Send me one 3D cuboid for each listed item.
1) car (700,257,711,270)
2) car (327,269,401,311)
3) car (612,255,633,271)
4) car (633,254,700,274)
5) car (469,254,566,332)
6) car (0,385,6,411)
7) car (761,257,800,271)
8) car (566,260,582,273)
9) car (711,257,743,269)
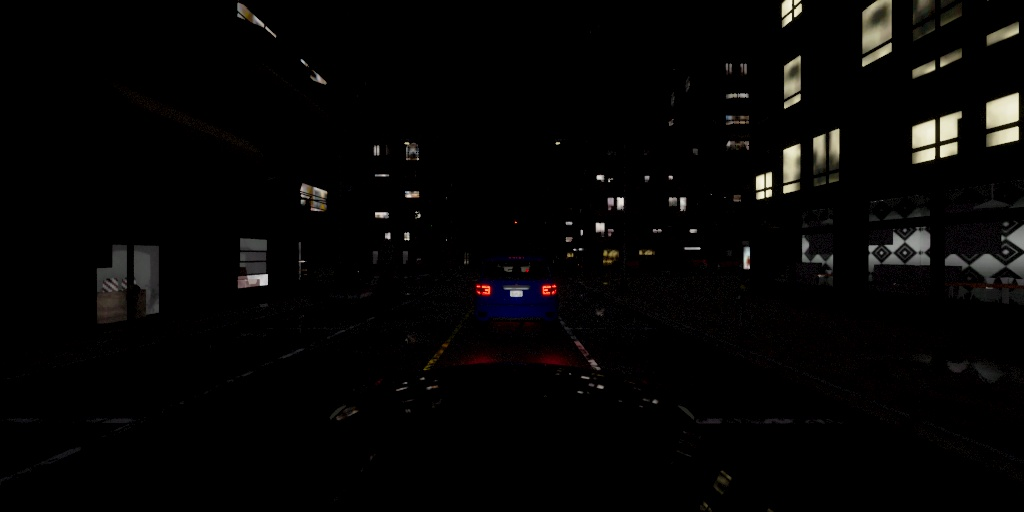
[{"bbox_3d":[19.199,0.720,40.217,4.553,1.767,2.097,-1,0,0],"label":"car"},{"bbox_3d":[-5.729,1.332,14.429,1.802,1.307,4.207,0,0,0],"label":"car"},{"bbox_3d":[14.610,0.764,42.771,5.009,1.841,2.192,0,0,0],"label":"car"},{"bbox_3d":[14.738,0.778,34.392,5.009,1.841,2.192,0,0,0],"label":"car"},{"bbox_3d":[0.106,0.971,11.021,2.150,2.045,5.566,0,0,0],"label":"car"},{"bbox_3d":[-5.690,1.300,1.512,2.007,1.370,4.403,0,0,0],"label":"car"},{"bbox_3d":[25.831,0.822,34.479,4.313,1.339,1.948,0,0,0],"label":"car"},{"bbox_3d":[5.706,1.151,41.205,4.674,1.442,1.812,-1,0,15],"label":"car"},{"bbox_3d":[25.702,0.824,42.859,4.207,1.307,1.802,0,0,0],"label":"car"}]
